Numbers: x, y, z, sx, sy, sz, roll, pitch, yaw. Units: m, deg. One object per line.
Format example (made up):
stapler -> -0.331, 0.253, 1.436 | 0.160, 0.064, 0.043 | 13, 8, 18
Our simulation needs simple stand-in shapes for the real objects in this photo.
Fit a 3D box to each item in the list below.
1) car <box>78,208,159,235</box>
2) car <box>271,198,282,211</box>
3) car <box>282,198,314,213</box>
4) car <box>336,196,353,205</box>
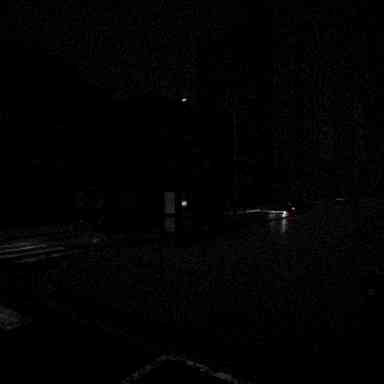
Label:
car -> -3.985, 1.581, 18.783 | 1.895, 1.301, 4.718 | 0, 0, 35
car -> 11.060, 1.456, 39.925 | 1.812, 1.442, 4.674 | 0, 0, 36
car -> 11.701, 1.421, 35.768 | 1.837, 1.490, 4.892 | 0, 0, 35
car -> 24.829, 1.360, 54.275 | 2.128, 1.511, 4.902 | 0, -1, 36
